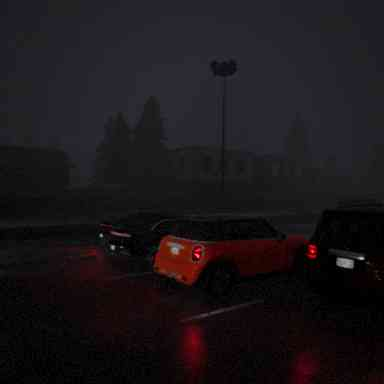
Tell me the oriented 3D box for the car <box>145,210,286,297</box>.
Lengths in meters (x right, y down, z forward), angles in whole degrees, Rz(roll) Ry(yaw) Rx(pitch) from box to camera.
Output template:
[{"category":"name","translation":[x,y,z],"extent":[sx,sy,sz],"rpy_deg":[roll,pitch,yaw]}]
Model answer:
[{"category":"car","translation":[1.329,1.423,8.993],"extent":[4.553,1.767,2.097],"rpy_deg":[1,-1,-36]}]

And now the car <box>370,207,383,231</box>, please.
[{"category":"car","translation":[14.386,1.781,22.601],"extent":[4.902,1.511,2.128],"rpy_deg":[1,0,-35]}]

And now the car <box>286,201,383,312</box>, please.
[{"category":"car","translation":[4.749,1.314,7.132],"extent":[5.566,2.045,2.150],"rpy_deg":[1,0,-36]}]

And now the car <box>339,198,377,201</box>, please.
[{"category":"car","translation":[13.574,1.528,26.322],"extent":[5.566,2.045,2.150],"rpy_deg":[1,0,-35]}]

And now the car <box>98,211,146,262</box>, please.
[{"category":"car","translation":[-0.549,1.565,11.953],"extent":[4.902,1.511,2.128],"rpy_deg":[1,0,-35]}]
